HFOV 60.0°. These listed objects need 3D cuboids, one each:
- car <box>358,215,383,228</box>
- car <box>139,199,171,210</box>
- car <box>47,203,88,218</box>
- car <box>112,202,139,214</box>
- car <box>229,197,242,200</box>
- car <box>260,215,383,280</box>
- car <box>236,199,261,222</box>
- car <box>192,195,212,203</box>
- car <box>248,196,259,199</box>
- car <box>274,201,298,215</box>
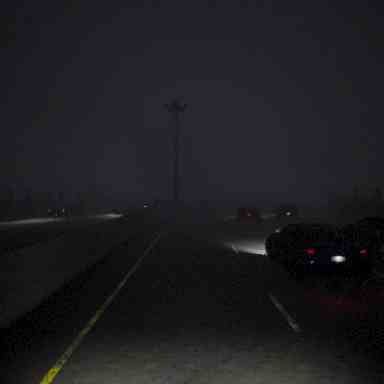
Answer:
[{"bbox_3d":[7.112,1.578,12.107,1.837,1.490,4.892,0,0,0],"label":"car"},{"bbox_3d":[-3.971,1.581,38.654,2.097,1.767,4.553,0,0,15],"label":"car"},{"bbox_3d":[-12.315,1.811,33.270,1.895,1.301,4.718,0,0,11],"label":"car"},{"bbox_3d":[-7.617,1.801,38.493,1.994,1.385,4.181,0,0,14],"label":"car"},{"bbox_3d":[9.937,1.789,76.115,1.812,1.442,4.674,-1,-1,34],"label":"car"},{"bbox_3d":[3.605,1.625,10.171,1.994,1.385,4.181,0,0,0],"label":"car"},{"bbox_3d":[4.810,1.631,28.421,1.882,1.535,5.008,0,0,9],"label":"car"},{"bbox_3d":[2.221,1.662,71.022,2.150,2.045,5.566,-1,0,31],"label":"car"},{"bbox_3d":[13.771,1.642,75.390,1.812,1.442,4.674,-1,-1,37],"label":"car"},{"bbox_3d":[8.928,1.665,31.588,1.837,1.490,4.892,-1,0,11],"label":"car"}]
